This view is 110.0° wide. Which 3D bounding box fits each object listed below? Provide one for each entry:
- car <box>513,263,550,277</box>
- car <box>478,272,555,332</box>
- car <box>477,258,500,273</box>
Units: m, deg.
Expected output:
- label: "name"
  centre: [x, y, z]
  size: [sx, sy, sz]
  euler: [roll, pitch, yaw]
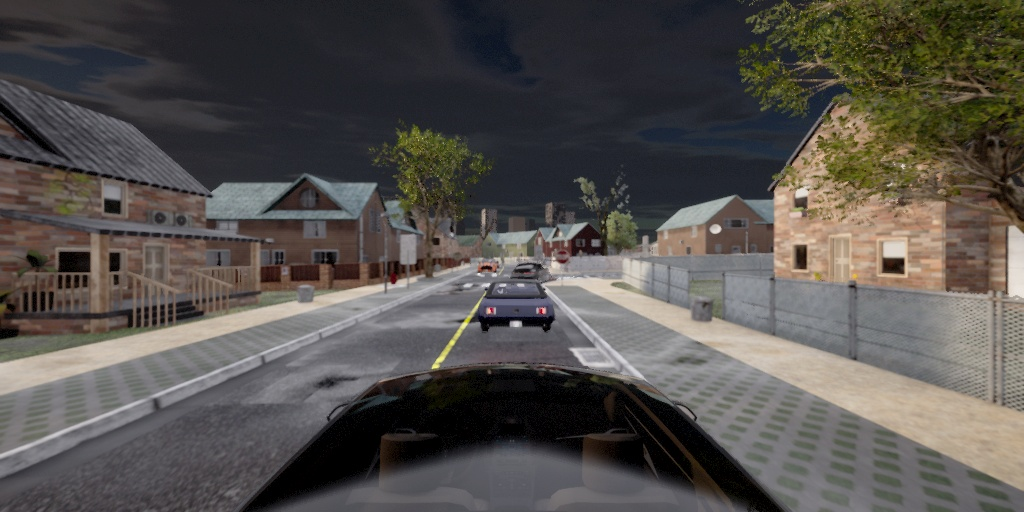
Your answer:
- label: "car"
  centre: [1.322, 1.210, 24.622]
  size: [1.837, 1.490, 4.892]
  euler: [-2, 1, 17]
- label: "car"
  centre: [0.100, 1.340, 10.809]
  size: [1.895, 1.301, 4.718]
  euler: [0, 0, 0]
- label: "car"
  centre: [-2.847, 1.031, 42.172]
  size: [2.097, 1.767, 4.553]
  euler: [0, 0, 0]
